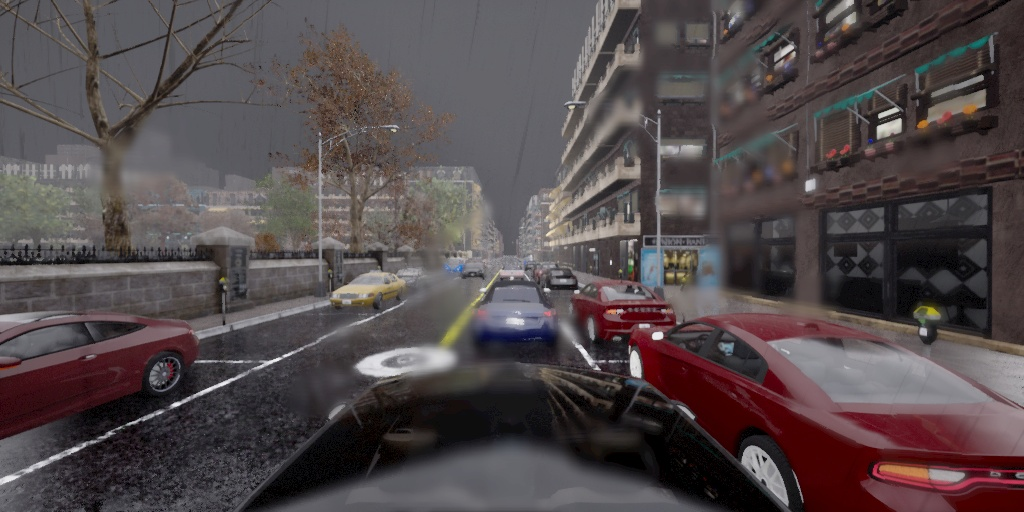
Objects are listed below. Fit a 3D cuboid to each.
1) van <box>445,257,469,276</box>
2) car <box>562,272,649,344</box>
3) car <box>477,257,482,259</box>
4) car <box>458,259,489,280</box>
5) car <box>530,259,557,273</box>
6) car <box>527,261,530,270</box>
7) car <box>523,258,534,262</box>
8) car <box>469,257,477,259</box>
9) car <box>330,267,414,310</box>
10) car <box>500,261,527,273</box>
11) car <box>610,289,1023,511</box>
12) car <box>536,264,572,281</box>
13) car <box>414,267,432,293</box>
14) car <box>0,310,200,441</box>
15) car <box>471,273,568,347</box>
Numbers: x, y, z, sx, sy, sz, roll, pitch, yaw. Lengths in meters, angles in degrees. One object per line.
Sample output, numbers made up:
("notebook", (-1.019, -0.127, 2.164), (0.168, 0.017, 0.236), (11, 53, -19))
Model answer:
("van", (-5.772, 1.093, 37.123), (1.690, 1.789, 3.998), (0, 0, 0))
("car", (2.674, 1.294, 9.469), (1.888, 1.381, 4.507), (0, 0, 0))
("car", (-5.823, 1.074, 59.265), (2.192, 1.841, 5.009), (0, 0, 0))
("car", (-3.156, 1.256, 31.081), (1.837, 1.490, 4.892), (0, 0, 0))
("car", (2.635, 1.190, 26.074), (1.967, 1.591, 4.097), (0, 0, 0))
("car", (2.622, 1.317, 31.609), (1.948, 1.339, 4.313), (0, 0, 0))
("car", (2.583, 1.321, 48.214), (1.948, 1.339, 4.313), (0, 0, 0))
("car", (-5.785, 1.068, 42.659), (2.192, 1.841, 5.009), (0, 0, 0))
("car", (-5.719, 1.275, 14.814), (1.751, 1.417, 4.829), (0, 0, 0))
("car", (0.034, 1.352, 29.341), (1.895, 1.301, 4.718), (0, 0, 1))
("car", (2.686, 1.295, 3.934), (1.888, 1.381, 4.507), (0, 0, 0))
("car", (2.648, 1.316, 20.539), (1.948, 1.339, 4.313), (0, 0, 0))
("car", (-5.733, 1.300, 20.519), (2.007, 1.370, 4.403), (0, 0, 0))
("car", (-5.694, 1.332, 3.914), (1.802, 1.307, 4.207), (0, 0, 0))
("car", (0.082, 1.313, 9.307), (1.994, 1.385, 4.181), (0, 0, 0))
